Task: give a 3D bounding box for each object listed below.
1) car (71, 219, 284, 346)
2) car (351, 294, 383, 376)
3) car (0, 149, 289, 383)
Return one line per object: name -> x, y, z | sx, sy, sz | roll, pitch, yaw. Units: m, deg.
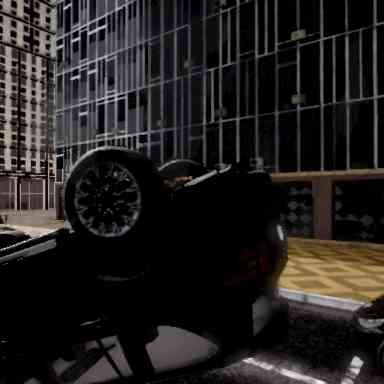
car -> -0.440, 1.502, 6.926 | 4.097, 1.590, 1.967 | 0, -1, 36
car -> 4.115, 1.620, 3.562 | 4.313, 1.339, 1.947 | 0, -1, 36
car -> -1.531, 1.230, 4.197 | 5.566, 2.045, 2.150 | -21, -5, 17
